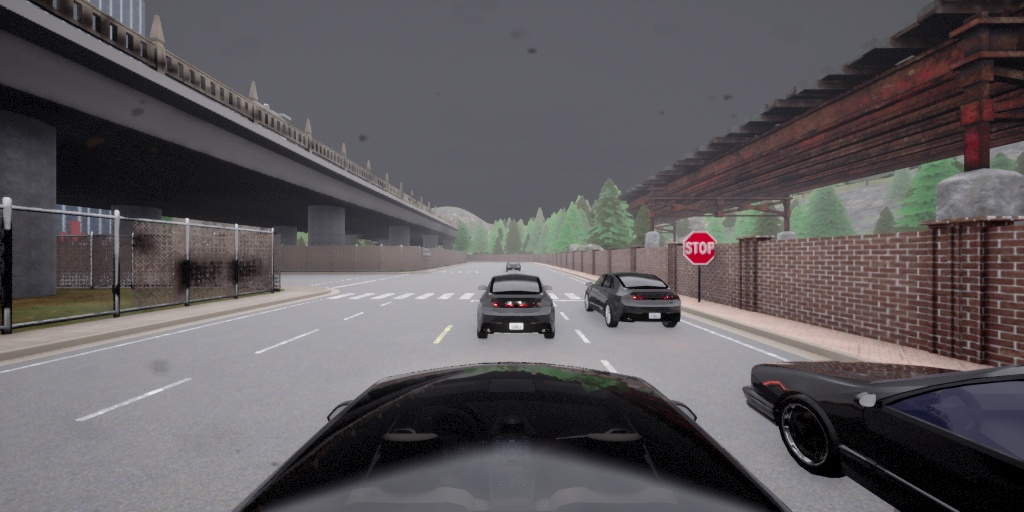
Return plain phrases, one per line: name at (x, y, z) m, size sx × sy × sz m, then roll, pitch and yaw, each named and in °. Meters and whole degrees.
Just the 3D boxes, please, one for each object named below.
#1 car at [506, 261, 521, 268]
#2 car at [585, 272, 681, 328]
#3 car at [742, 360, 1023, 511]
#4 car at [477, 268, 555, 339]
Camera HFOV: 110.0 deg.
car at (0.164, 1.351, 46.352) m, size 1.895 × 1.301 × 4.718 m, roll 0°, pitch 0°, yaw -1°
car at (3.596, 1.255, 11.433) m, size 1.837 × 1.490 × 4.892 m, roll 0°, pitch 0°, yaw 0°
car at (3.600, 1.297, 1.687) m, size 2.033 × 1.411 × 5.357 m, roll 0°, pitch 0°, yaw 0°
car at (0.095, 1.255, 10.073) m, size 1.837 × 1.490 × 4.892 m, roll 0°, pitch 0°, yaw 0°
